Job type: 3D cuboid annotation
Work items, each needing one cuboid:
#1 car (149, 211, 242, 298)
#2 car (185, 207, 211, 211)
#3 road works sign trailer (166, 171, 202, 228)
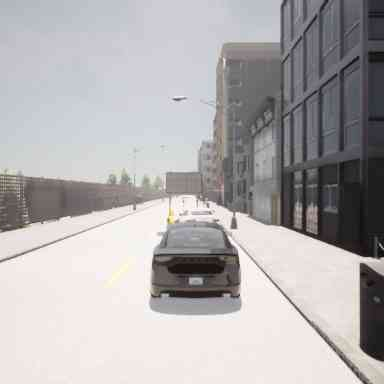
[{"bbox_3d":[0.071,1.487,8.576,1.882,1.535,5.008,0,0,0],"label":"car"},{"bbox_3d":[0.315,1.561,17.933,1.812,1.442,4.674,0,-1,-7],"label":"car"},{"bbox_3d":[-0.562,0.487,21.436,2.380,3.560,2.880,0,0,-16],"label":"road works sign trailer"}]
